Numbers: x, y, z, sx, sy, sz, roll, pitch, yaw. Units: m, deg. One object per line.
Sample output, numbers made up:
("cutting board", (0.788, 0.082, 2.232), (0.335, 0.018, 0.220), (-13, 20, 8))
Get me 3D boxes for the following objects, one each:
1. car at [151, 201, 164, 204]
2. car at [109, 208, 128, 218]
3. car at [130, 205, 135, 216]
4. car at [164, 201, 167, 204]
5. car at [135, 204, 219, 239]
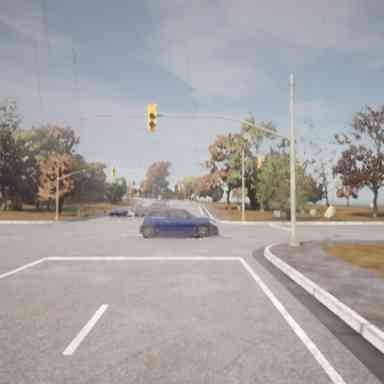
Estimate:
("car", (-7.040, 2.811, 63.250), (2.097, 1.767, 4.553), (0, 0, 1))
("car", (-10.582, 2.963, 48.018), (1.895, 1.301, 4.718), (0, -1, 0))
("car", (-7.083, 2.912, 48.192), (2.033, 1.411, 5.357), (0, -1, 0))
("car", (-6.994, 2.744, 78.790), (1.882, 1.535, 5.008), (0, 1, 0))
("car", (-0.734, 1.736, 19.443), (4.553, 1.767, 2.097), (0, -2, 2))
